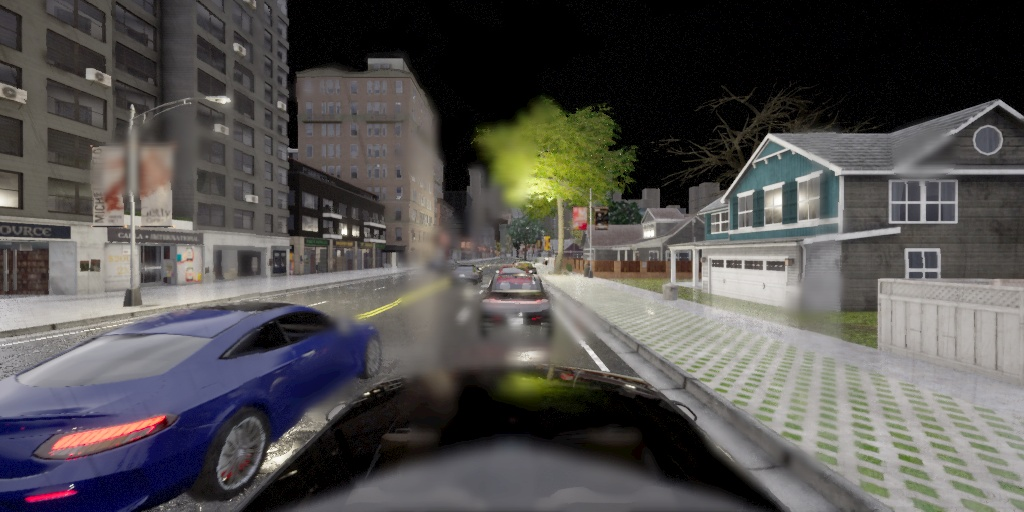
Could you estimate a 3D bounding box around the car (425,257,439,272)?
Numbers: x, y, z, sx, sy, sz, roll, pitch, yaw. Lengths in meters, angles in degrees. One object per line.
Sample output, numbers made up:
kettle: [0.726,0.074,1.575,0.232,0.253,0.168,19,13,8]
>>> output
car: [-9.799,1.059,46.374,2.097,1.767,4.553,0,0,0]

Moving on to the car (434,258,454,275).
car: [-6.560,1.225,38.202,1.837,1.490,4.892,0,0,0]

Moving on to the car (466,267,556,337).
car: [0.112,1.239,10.296,2.128,1.511,4.902,0,0,0]

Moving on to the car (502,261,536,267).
car: [0.120,1.219,19.800,1.882,1.535,5.008,0,0,0]

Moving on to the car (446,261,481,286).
car: [-3.121,1.299,25.268,1.994,1.385,4.181,0,0,0]

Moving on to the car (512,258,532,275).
car: [1.016,1.068,39.389,2.097,1.767,4.553,0,0,0]

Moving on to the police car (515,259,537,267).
police car: [1.006,1.156,29.529,1.930,1.638,5.238,0,0,0]

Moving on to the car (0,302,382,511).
car: [-3.146,1.276,4.296,1.812,1.442,4.674,0,0,0]
